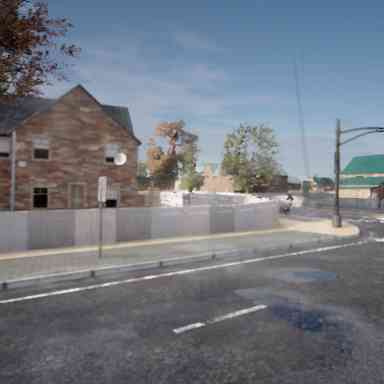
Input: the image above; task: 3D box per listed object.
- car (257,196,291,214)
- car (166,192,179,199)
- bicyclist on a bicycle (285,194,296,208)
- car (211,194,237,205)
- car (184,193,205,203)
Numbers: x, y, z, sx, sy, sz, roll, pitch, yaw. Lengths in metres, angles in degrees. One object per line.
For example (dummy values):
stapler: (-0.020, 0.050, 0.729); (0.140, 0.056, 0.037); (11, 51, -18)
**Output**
car: (7.248, 1.160, 31.041); (1.837, 1.490, 4.892); (1, 1, -20)
car: (-3.980, 0.662, 69.285); (1.895, 1.301, 4.718); (1, 1, -20)
bicyclist on a bicycle: (11.060, 1.000, 37.607); (1.656, 1.620, 0.582); (1, 0, -20)
car: (3.788, 0.974, 40.314); (1.882, 1.535, 5.008); (1, 0, -20)
car: (0.335, 0.936, 49.585); (1.895, 1.301, 4.718); (1, 0, -20)
